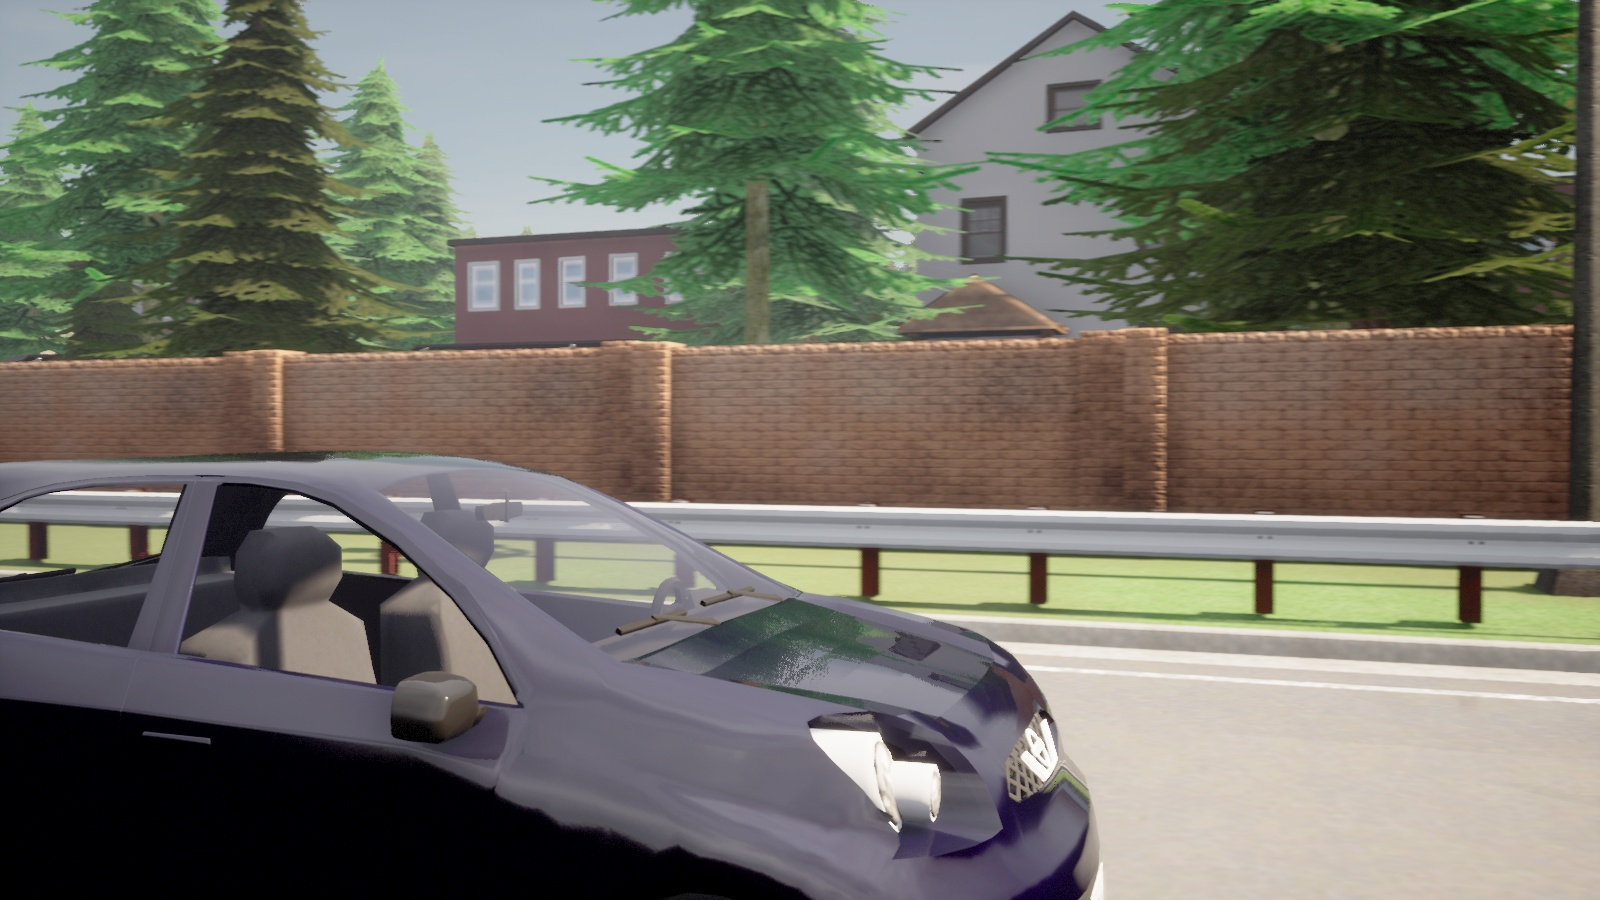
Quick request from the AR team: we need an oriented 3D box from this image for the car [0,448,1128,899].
[{"bbox_3d":[-1.022,0.773,3.537,3.633,1.501,1.845,1,1,19],"label":"car"}]
